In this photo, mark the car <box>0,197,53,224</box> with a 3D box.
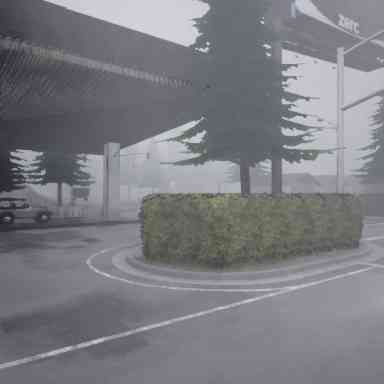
[{"bbox_3d":[-12.003,1.313,23.463,3.866,1.878,1.905,0,0,-36],"label":"car"}]
